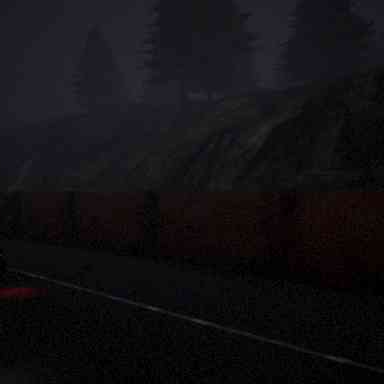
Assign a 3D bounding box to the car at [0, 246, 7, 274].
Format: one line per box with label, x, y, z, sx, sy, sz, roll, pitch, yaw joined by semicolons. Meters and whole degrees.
car;-7.169;1.637;9.261;5.357;1.411;2.033;0;-1;37
